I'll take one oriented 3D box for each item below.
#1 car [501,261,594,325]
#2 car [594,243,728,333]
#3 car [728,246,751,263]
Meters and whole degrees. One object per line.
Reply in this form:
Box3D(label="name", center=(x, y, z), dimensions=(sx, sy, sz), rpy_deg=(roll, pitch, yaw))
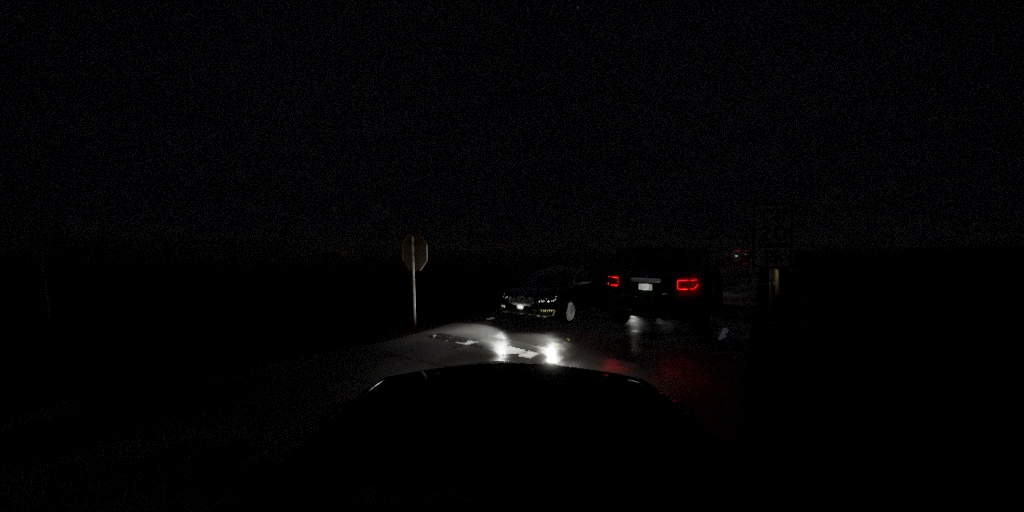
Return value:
Box3D(label="car", center=(1.595, 0.947, 10.886), dimensions=(1.837, 1.490, 4.892), rpy_deg=(1, 2, 35))
Box3D(label="car", center=(4.419, 0.662, 9.945), dimensions=(2.150, 2.045, 5.566), rpy_deg=(1, 3, 35))
Box3D(label="car", center=(22.123, -0.106, 35.165), dimensions=(1.994, 1.385, 4.181), rpy_deg=(1, 2, 35))
